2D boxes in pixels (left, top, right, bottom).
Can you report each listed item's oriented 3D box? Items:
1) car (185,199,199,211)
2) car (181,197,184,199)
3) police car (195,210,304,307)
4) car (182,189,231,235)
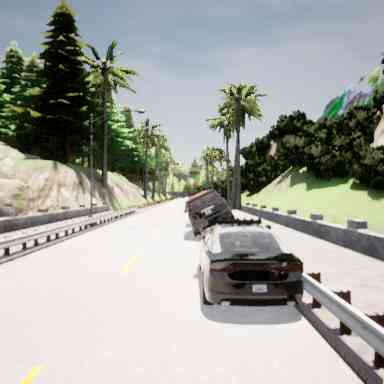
[{"bbox_3d":[0.015,1.733,45.038,1.837,1.490,4.892,0,0,0],"label":"car"},{"bbox_3d":[0.802,1.078,24.224,2.150,2.045,5.566,-25,0,0],"label":"car"},{"bbox_3d":[1.155,1.468,8.306,1.930,1.638,5.238,0,0,0],"label":"police car"},{"bbox_3d":[0.813,1.048,18.222,2.150,2.045,5.566,-25,0,0],"label":"car"}]
